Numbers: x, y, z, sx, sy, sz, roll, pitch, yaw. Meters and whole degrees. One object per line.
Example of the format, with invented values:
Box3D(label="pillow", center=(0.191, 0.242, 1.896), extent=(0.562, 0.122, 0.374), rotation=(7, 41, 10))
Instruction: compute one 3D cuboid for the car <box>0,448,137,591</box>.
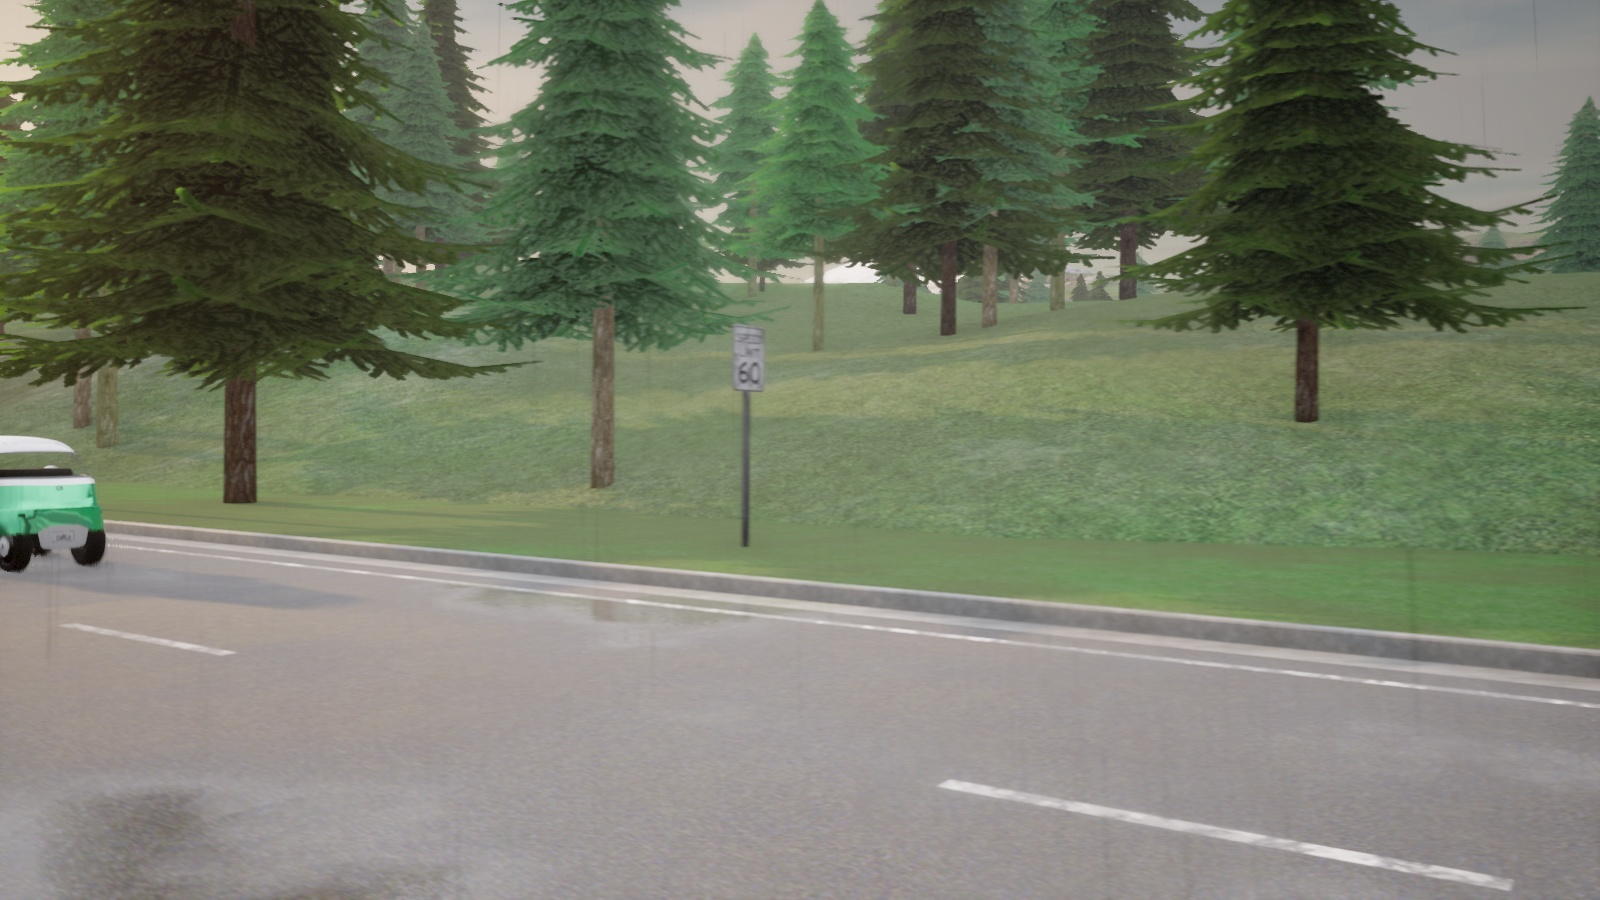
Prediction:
Box3D(label="car", center=(-8.434, 0.679, 13.430), extent=(2.207, 1.376, 1.481), rotation=(0, 1, 34))
